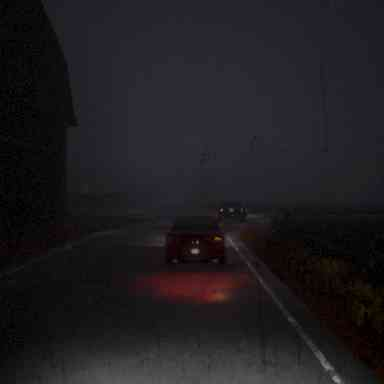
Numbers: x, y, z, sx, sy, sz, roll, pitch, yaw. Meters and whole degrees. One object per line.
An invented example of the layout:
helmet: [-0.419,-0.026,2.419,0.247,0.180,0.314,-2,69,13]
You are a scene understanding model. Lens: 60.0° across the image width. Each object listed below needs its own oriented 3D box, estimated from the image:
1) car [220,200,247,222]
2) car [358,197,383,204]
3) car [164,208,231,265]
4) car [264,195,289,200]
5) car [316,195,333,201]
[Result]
car: [3.367,1.473,27.591,2.097,1.767,4.553,0,0,9]
car: [30.865,1.762,56.640,4.611,1.667,2.242,0,0,3]
car: [0.126,1.536,11.927,1.882,1.535,5.008,0,0,1]
car: [18.387,1.659,71.352,4.605,1.855,1.932,0,0,3]
car: [32.172,1.711,80.812,3.866,1.878,1.905,0,0,3]
